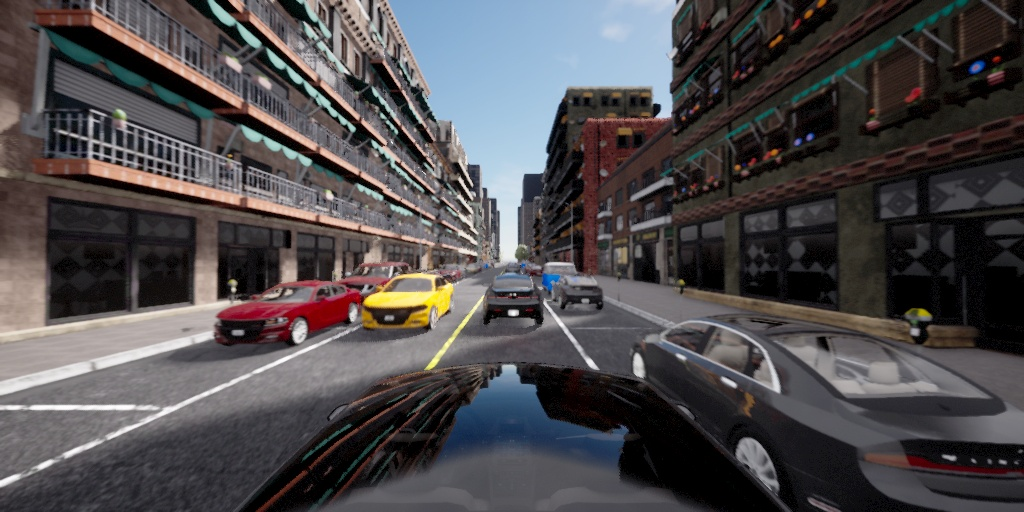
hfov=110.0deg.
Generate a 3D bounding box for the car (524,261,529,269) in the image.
[{"bbox_3d":[2.702,1.669,49.331,1.967,1.591,4.097,0,0,0],"label":"car"}]

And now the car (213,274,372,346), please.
[{"bbox_3d":[-5.688,1.370,9.685,1.888,1.381,4.507,0,0,0],"label":"car"}]

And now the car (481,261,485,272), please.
[{"bbox_3d":[-5.677,1.731,54.999,1.967,1.591,4.097,0,0,0],"label":"car"}]

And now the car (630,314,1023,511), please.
[{"bbox_3d":[2.691,1.322,4.017,2.007,1.370,4.403,0,0,0],"label":"car"}]

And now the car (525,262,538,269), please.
[{"bbox_3d":[2.699,1.653,38.002,1.888,1.381,4.507,0,0,0],"label":"car"}]

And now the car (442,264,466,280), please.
[{"bbox_3d":[-5.683,1.489,32.340,1.967,1.591,4.097,0,0,0],"label":"car"}]

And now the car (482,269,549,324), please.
[{"bbox_3d":[0.030,1.356,12.432,1.837,1.490,4.892,0,0,0],"label":"car"}]

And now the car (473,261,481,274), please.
[{"bbox_3d":[-5.679,1.755,49.164,1.751,1.417,4.829,0,0,0],"label":"car"}]

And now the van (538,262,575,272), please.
[{"bbox_3d":[2.695,1.275,21.009,1.690,1.789,3.998,0,0,0],"label":"van"}]

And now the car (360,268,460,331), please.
[{"bbox_3d":[-3.096,1.320,11.569,1.882,1.535,5.008,0,-1,0],"label":"car"}]

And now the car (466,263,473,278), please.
[{"bbox_3d":[-5.681,1.659,38.005,2.007,1.370,4.403,0,0,0],"label":"car"}]

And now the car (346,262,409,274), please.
[{"bbox_3d":[-5.686,1.194,15.349,2.192,1.841,5.009,0,0,0],"label":"car"}]

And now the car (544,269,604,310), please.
[{"bbox_3d":[2.694,1.429,15.347,2.007,1.370,4.403,0,0,0],"label":"car"}]

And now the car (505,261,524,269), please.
[{"bbox_3d":[0.110,1.675,45.037,2.128,1.511,4.902,0,-1,0],"label":"car"}]
